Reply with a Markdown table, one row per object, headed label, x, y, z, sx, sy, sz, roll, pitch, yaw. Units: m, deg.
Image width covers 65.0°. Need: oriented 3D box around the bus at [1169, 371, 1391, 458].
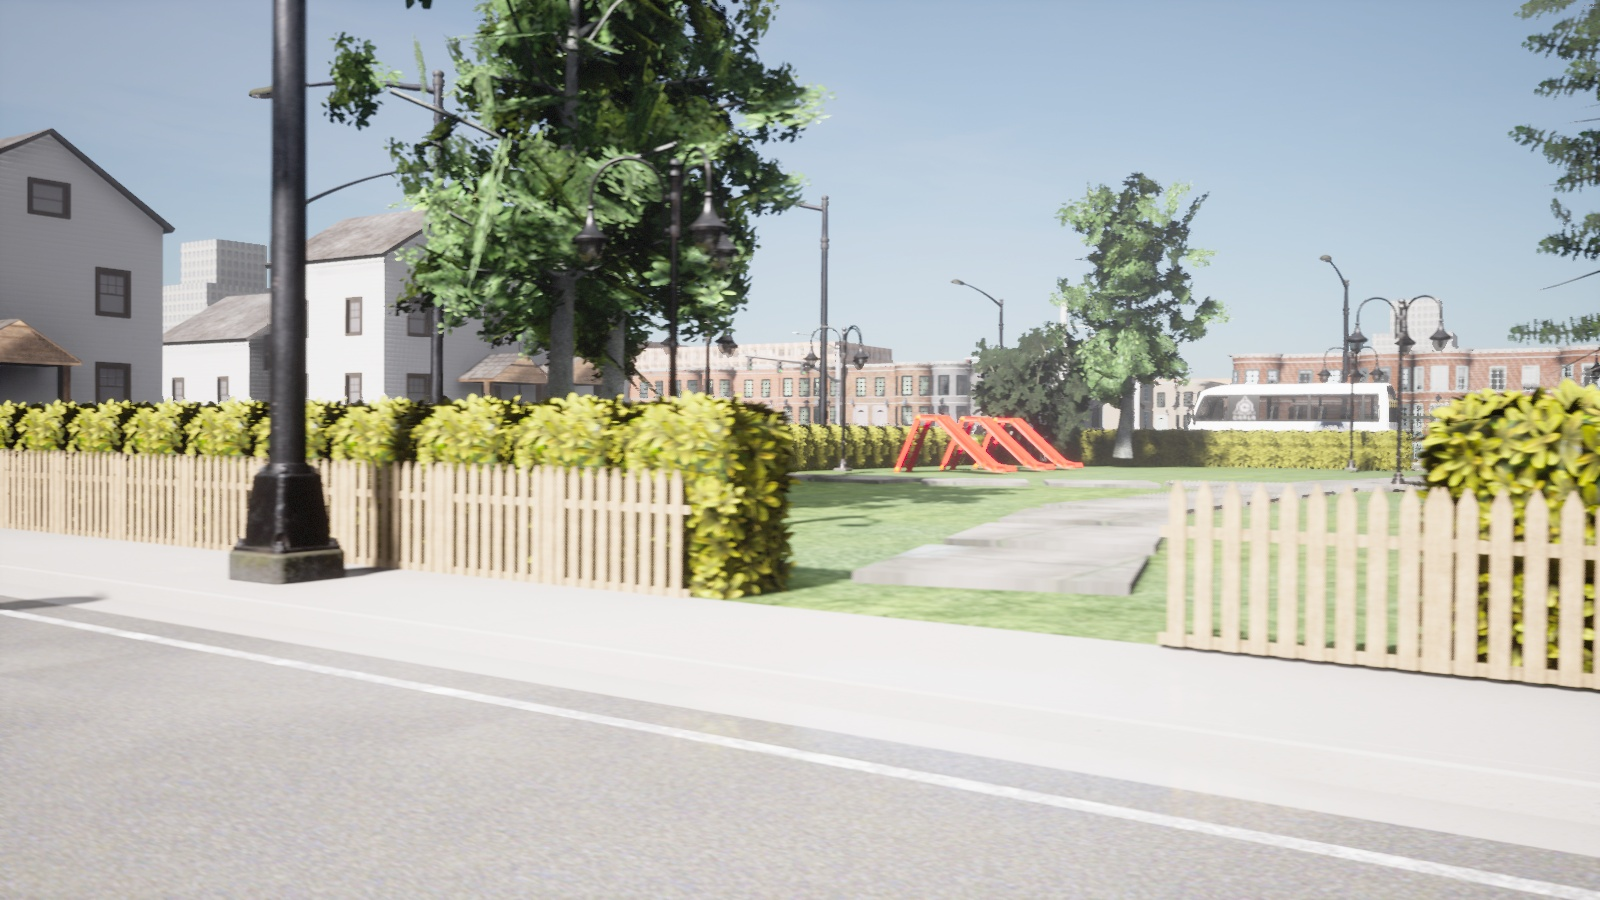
| label | x | y | z | sx | sy | sz | roll | pitch | yaw |
| --- | --- | --- | --- | --- | --- | --- | --- | --- | --- |
| bus | 25.046 | -1.769 | 65.742 | 10.273 | 4.253 | 3.944 | 0 | 1 | 33 |
